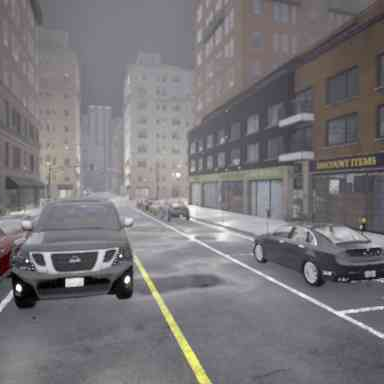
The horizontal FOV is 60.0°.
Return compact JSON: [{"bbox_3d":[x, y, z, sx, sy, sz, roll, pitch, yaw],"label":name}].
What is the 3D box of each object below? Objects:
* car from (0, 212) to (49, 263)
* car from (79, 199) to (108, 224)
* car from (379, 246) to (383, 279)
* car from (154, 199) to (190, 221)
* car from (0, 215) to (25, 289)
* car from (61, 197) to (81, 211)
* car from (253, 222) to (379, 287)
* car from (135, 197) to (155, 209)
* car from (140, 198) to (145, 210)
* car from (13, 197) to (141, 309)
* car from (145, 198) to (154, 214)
[{"bbox_3d":[-6.541,1.530,12.217,1.802,1.307,4.206,-1,0,-16],"label":"car"},{"bbox_3d":[-7.305,1.357,24.760,1.882,1.535,5.008,0,0,-16],"label":"car"},{"bbox_3d":[4.711,1.535,3.787,1.947,1.339,4.313,-1,1,-16],"label":"car"},{"bbox_3d":[-1.359,1.415,25.290,2.008,1.369,4.403,-1,1,-16],"label":"car"},{"bbox_3d":[-5.024,1.414,6.840,1.967,1.590,4.097,-1,0,-16],"label":"car"},{"bbox_3d":[-14.135,1.353,39.093,1.887,1.381,4.507,-1,1,-16],"label":"car"},{"bbox_3d":[3.193,1.495,9.163,2.008,1.369,4.403,-1,1,-16],"label":"car"},{"bbox_3d":[-5.912,1.361,41.418,1.802,1.307,4.206,-1,1,-16],"label":"car"},{"bbox_3d":[-4.394,1.373,36.042,1.947,1.339,4.313,-1,1,-16],"label":"car"},{"bbox_3d":[-2.776,1.182,8.349,2.150,2.045,5.566,0,0,-16],"label":"car"},{"bbox_3d":[-2.923,1.361,30.829,1.752,1.417,4.829,-1,1,-16],"label":"car"}]
